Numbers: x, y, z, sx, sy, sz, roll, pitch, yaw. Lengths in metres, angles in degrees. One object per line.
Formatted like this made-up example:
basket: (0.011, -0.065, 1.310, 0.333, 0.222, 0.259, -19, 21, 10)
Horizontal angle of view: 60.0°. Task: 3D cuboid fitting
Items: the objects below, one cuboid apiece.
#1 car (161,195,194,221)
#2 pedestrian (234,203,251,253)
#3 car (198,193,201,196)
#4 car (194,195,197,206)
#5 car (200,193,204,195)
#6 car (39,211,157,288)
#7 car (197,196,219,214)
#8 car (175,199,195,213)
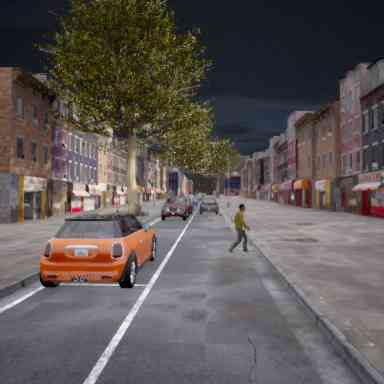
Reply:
car: (-1.290, 1.297, 27.321, 2.192, 1.841, 5.009, 2, 0, 3)
pedestrian: (1.790, 1.288, 12.026, 0.375, 1.860, 0.375, -2, -2, 3)
car: (0.071, 1.403, 54.964, 1.967, 1.590, 4.097, 2, 0, 3)
car: (-1.017, 1.293, 32.849, 2.192, 1.841, 5.009, 2, 0, 3)
car: (1.159, 1.540, 77.078, 1.802, 1.307, 4.206, 2, 0, 3)
car: (-2.315, 1.347, 9.395, 2.097, 1.767, 4.553, 0, 0, 3)
car: (1.754, 1.469, 34.401, 2.128, 1.511, 4.902, 0, 0, 3)
car: (-0.751, 1.518, 38.378, 1.887, 1.381, 4.507, 2, 0, 3)
